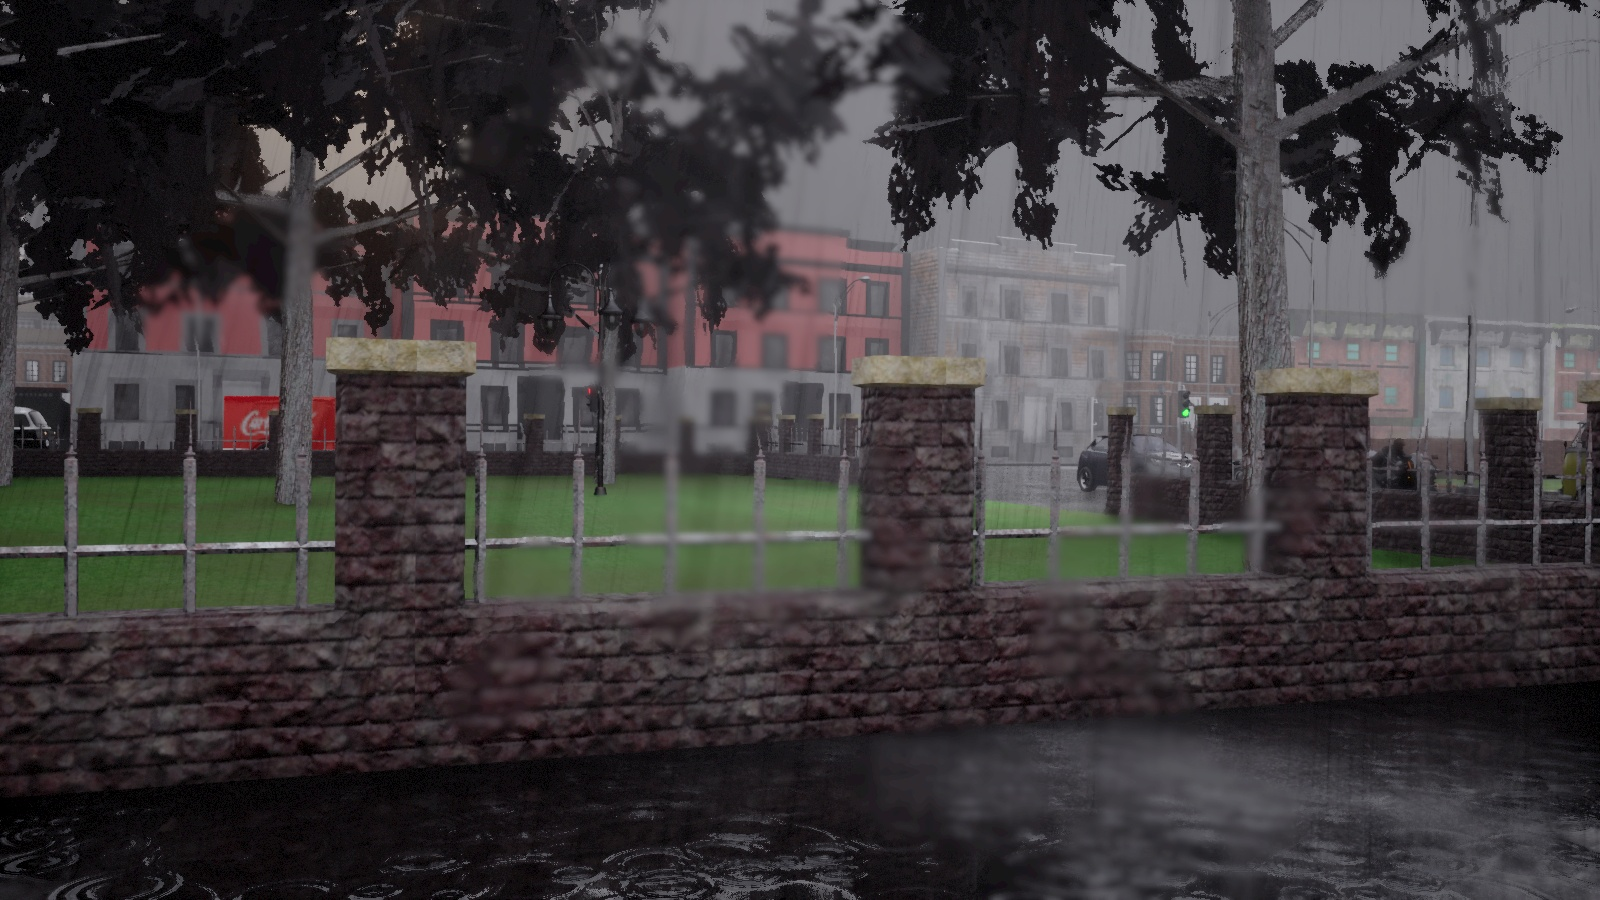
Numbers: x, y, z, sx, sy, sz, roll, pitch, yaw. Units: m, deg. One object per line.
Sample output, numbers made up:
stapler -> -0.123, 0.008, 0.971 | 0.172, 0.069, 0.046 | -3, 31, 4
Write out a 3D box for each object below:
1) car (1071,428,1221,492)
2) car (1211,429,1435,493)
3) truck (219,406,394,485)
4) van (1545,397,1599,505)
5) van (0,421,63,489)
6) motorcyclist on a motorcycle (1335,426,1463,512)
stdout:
car -> 8.567, 0.208, 31.409 | 1.845, 1.501, 3.633 | -1, 1, -20
car -> 12.652, 0.207, 30.856 | 2.033, 1.411, 5.357 | -1, 1, -19
truck -> -16.271, -0.192, 41.748 | 5.204, 2.467, 2.627 | -1, 1, -18
van -> 15.776, 0.018, 22.248 | 1.775, 1.987, 4.442 | -1, 1, -15
van -> -25.457, 0.169, 38.585 | 4.480, 2.038, 2.069 | -1, 1, -19
motorcyclist on a motorcycle -> 11.227, 0.327, 23.635 | 0.866, 1.530, 2.191 | -1, 1, -21
